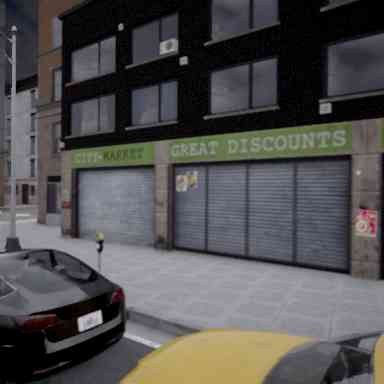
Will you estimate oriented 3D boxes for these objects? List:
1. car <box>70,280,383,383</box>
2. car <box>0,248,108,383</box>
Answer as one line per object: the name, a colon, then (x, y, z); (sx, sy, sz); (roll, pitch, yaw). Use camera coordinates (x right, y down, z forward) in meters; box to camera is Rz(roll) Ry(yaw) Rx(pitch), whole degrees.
car: (1.508, 1.525, 2.014); (4.829, 1.417, 1.752); (0, 1, 36)
car: (-2.899, 1.562, 5.162); (4.313, 1.339, 1.947); (0, 1, 36)
